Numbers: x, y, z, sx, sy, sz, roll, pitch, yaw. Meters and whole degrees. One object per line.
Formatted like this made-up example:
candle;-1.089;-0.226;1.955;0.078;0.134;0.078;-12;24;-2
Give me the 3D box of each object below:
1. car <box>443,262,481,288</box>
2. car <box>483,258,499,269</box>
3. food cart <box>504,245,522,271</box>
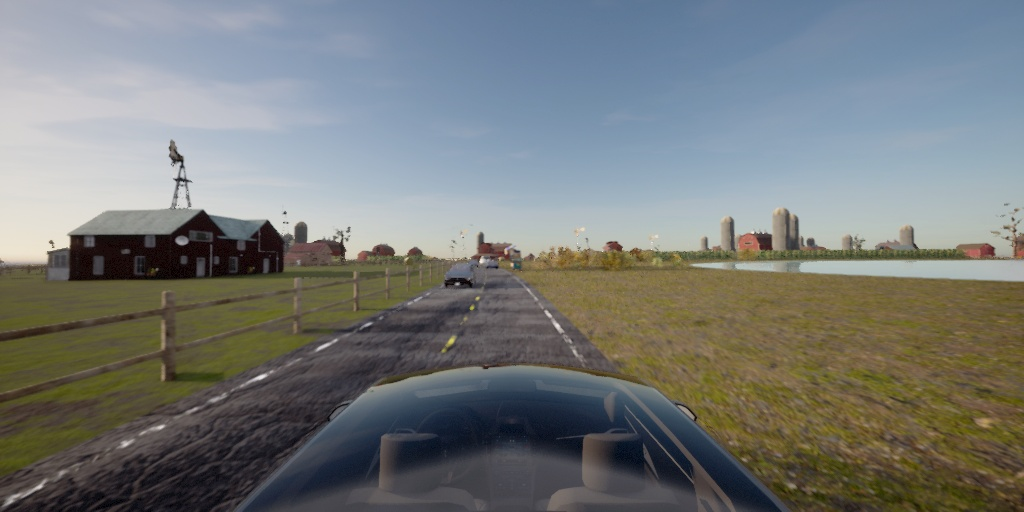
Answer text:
car;-3.420;1.319;24.361;2.033;1.411;5.357;0;0;-3
car;-3.263;1.423;58.438;1.994;1.385;4.181;0;0;-7
food cart;0.560;0.303;51.745;2.280;3.560;4.660;0;0;-6
